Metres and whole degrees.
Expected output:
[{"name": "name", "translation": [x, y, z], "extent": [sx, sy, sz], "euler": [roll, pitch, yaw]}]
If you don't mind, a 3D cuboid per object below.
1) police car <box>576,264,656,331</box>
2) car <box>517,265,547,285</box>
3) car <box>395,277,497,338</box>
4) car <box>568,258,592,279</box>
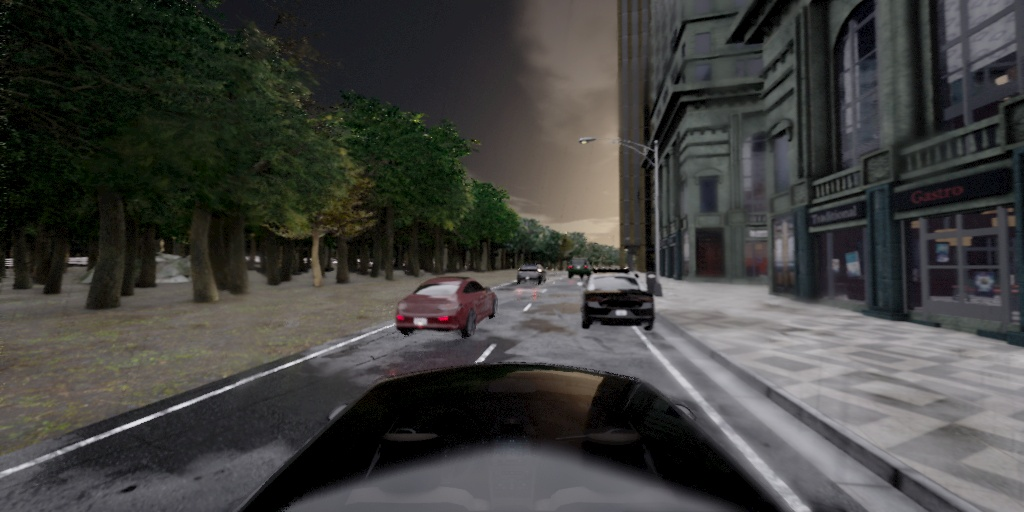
[{"name": "police car", "translation": [3.130, 1.207, 11.404], "extent": [1.930, 1.638, 5.238], "euler": [0, 0, 10]}, {"name": "car", "translation": [1.615, 1.409, 28.225], "extent": [2.128, 1.511, 4.902], "euler": [0, -1, 12]}, {"name": "car", "translation": [-1.695, 1.326, 10.394], "extent": [1.812, 1.442, 4.674], "euler": [0, 0, 9]}, {"name": "car", "translation": [7.028, 1.251, 37.112], "extent": [2.150, 2.045, 5.566], "euler": [0, -1, 13]}]
